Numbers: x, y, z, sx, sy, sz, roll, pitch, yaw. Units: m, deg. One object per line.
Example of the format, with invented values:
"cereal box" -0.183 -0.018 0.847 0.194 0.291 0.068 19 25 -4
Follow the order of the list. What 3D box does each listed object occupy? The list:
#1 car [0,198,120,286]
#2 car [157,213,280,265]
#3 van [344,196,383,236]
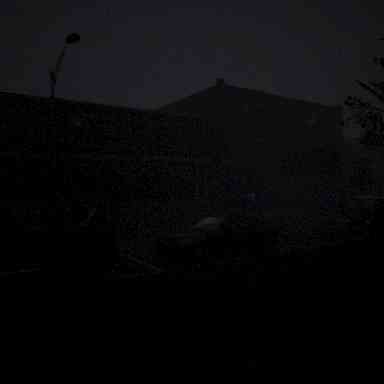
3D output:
"car" -4.431 1.174 7.520 5.566 2.045 2.435 0 0 -35
"car" 1.055 1.456 11.444 4.674 1.452 2.002 0 0 -35
"van" 9.975 1.202 17.831 4.442 1.987 1.878 0 0 -33
